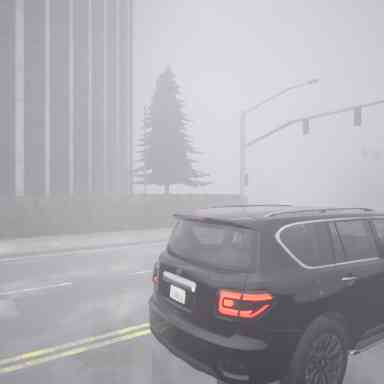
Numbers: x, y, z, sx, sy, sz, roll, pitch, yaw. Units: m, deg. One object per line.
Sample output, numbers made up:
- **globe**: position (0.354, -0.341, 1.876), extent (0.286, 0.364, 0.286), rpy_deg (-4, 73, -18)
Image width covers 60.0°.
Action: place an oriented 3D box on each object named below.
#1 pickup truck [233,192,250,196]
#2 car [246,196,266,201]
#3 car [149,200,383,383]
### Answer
- **pickup truck**: position (10.249, 1.059, 68.801), extent (2.390, 2.098, 6.274), rpy_deg (0, 0, -5)
- **car**: position (8.606, 1.564, 42.897), extent (1.994, 1.385, 4.181), rpy_deg (0, 0, -36)
- **car**: position (2.047, 1.221, 5.200), extent (5.566, 2.045, 2.150), rpy_deg (0, 0, -35)
